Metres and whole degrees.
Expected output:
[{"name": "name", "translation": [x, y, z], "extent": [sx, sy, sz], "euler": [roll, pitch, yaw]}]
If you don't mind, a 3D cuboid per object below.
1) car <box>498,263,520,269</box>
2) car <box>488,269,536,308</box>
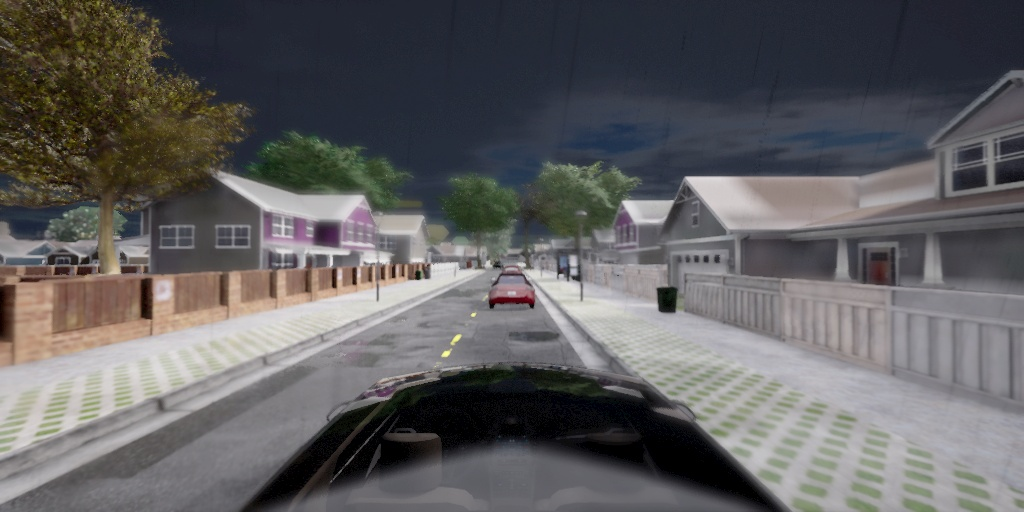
[{"name": "car", "translation": [-0.016, 1.556, 31.247], "extent": [1.812, 1.442, 4.674], "euler": [0, 0, 0]}, {"name": "car", "translation": [-0.005, 1.450, 16.114], "extent": [1.994, 1.385, 4.181], "euler": [0, -1, 0]}]
